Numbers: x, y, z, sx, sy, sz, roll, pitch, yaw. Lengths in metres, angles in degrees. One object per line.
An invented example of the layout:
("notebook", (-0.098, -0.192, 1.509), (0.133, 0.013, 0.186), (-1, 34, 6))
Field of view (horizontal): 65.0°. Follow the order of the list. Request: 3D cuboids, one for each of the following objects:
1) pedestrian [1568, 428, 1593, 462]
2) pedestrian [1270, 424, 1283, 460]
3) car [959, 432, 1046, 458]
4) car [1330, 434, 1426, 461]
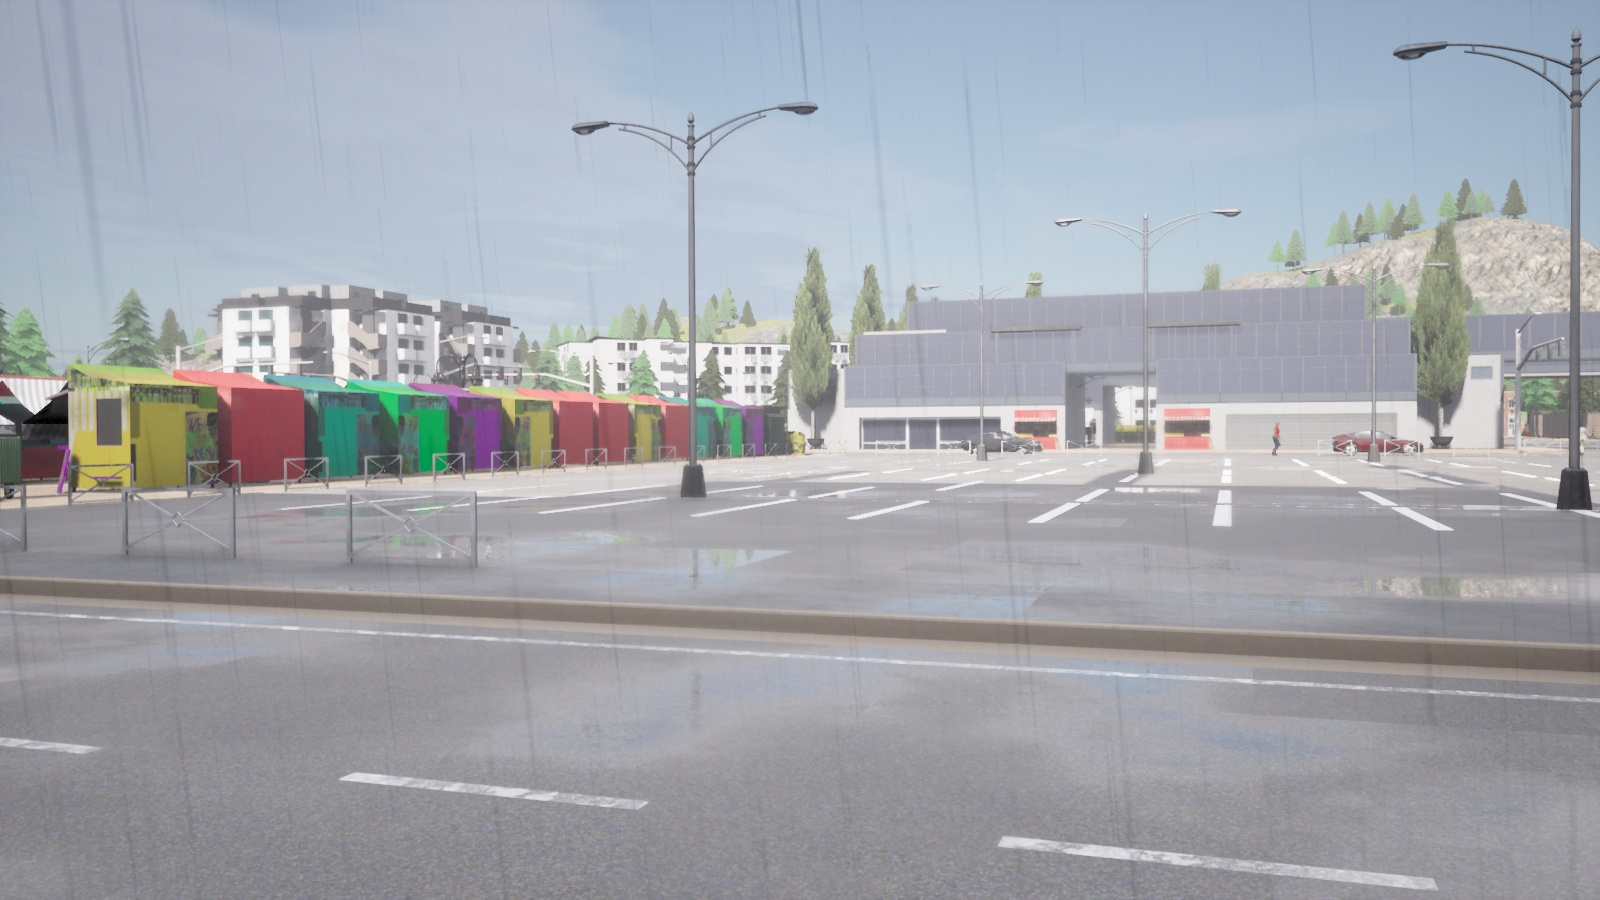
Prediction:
("pedestrian", (42.334, -0.287, 68.111), (0.874, 1.855, 0.900), (0, 1, 13))
("pedestrian", (25.000, -0.423, 65.892), (0.636, 1.846, 0.331), (1, 1, 22))
("car", (12.237, -0.316, 75.828), (4.902, 1.511, 2.128), (0, 1, 20))
("car", (32.991, -0.153, 71.838), (4.792, 1.488, 2.163), (0, 1, 20))
